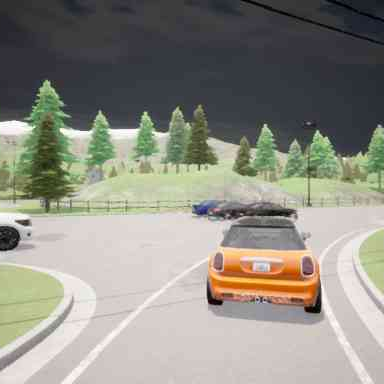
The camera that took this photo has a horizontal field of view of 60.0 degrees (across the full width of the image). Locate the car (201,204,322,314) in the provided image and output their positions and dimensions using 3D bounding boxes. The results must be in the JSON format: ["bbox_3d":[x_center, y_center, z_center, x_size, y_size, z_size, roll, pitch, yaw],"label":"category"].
[{"bbox_3d":[1.744,1.351,7.972,2.097,1.767,4.553,0,0,14],"label":"car"}]

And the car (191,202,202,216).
[{"bbox_3d":[2.340,1.476,30.758,5.008,1.535,1.882,0,0,-29],"label":"car"}]

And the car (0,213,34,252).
[{"bbox_3d":[-9.019,1.221,12.489,5.566,2.045,2.150,0,0,-29],"label":"car"}]

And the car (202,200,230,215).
[{"bbox_3d":[3.486,1.524,27.391,4.674,1.442,1.812,0,0,-29],"label":"car"}]

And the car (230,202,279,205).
[{"bbox_3d":[5.604,1.476,24.564,5.008,1.535,1.882,0,0,-29],"label":"car"}]
